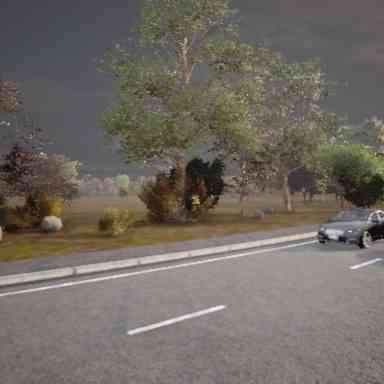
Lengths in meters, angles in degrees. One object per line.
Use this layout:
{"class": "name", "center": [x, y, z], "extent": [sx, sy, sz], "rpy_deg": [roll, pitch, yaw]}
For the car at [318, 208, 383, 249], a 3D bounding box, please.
{"class": "car", "center": [7.360, 1.498, 14.678], "extent": [4.902, 1.511, 2.128], "rpy_deg": [0, 0, -42]}
